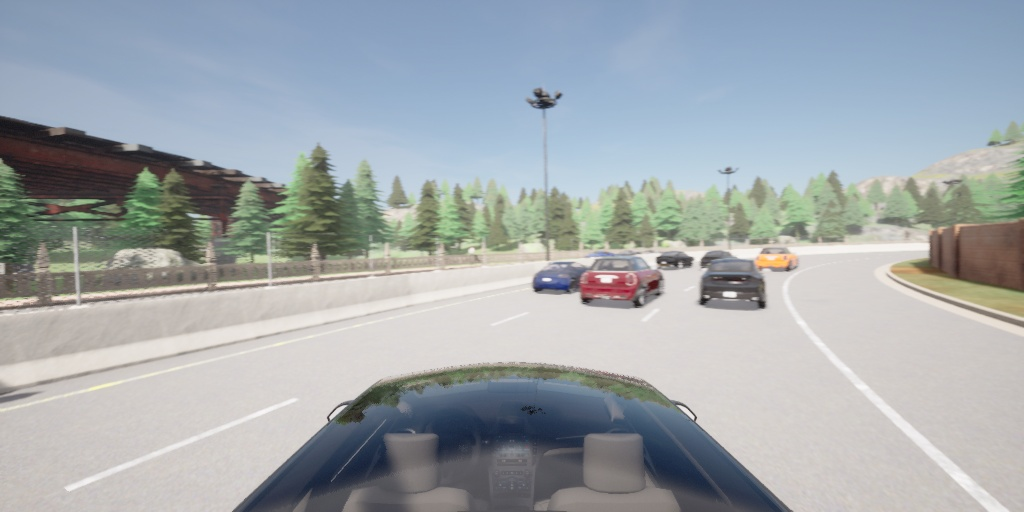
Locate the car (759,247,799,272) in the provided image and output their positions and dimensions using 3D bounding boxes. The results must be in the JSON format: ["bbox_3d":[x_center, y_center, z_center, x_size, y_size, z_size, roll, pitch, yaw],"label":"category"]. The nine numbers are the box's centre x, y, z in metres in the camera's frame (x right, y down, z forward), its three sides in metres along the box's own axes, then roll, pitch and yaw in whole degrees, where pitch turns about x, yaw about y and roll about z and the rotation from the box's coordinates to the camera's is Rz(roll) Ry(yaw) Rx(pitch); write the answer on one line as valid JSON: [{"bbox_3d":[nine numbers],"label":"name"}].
[{"bbox_3d":[19.352,0.116,26.189,4.553,1.767,2.097,-3,2,-45],"label":"car"}]

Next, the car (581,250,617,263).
[{"bbox_3d":[11.587,0.053,47.602,5.008,1.535,1.882,-2,1,-39],"label":"car"}]

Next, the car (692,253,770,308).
[{"bbox_3d":[7.881,0.833,12.742,1.837,1.490,4.892,-1,1,34],"label":"car"}]

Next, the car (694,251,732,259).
[{"bbox_3d":[16.277,0.317,28.095,4.892,1.490,1.837,-3,1,-45],"label":"car"}]

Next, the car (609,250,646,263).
[{"bbox_3d":[14.828,0.015,45.751,4.902,1.511,2.128,-2,1,-39],"label":"car"}]

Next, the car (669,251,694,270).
[{"bbox_3d":[14.088,0.298,30.840,5.008,1.535,1.882,-3,1,-45],"label":"car"}]

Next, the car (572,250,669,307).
[{"bbox_3d":[4.297,0.761,13.627,2.097,1.767,4.553,-1,1,34],"label":"car"}]

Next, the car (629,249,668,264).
[{"bbox_3d":[16.189,0.041,42.331,4.902,1.511,2.128,-2,1,-39],"label":"car"}]

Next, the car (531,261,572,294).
[{"bbox_3d":[2.677,0.946,17.445,1.994,1.385,4.181,-1,1,34],"label":"car"}]
